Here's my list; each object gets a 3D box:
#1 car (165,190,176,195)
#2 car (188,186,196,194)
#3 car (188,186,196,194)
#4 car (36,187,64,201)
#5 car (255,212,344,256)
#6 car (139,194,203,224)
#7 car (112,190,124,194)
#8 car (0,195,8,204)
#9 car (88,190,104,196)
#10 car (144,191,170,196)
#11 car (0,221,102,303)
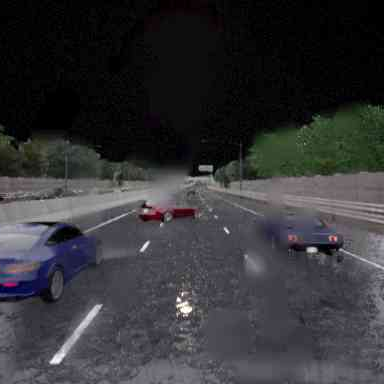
[{"bbox_3d":[-3.499,0.614,40.694,2.097,1.767,4.553,0,1,0],"label":"car"},{"bbox_3d":[0.002,-0.027,80.199,1.837,1.490,4.892,0,1,0],"label":"car"},{"bbox_3d":[0.002,-0.519,90.315,2.150,2.045,5.566,0,1,0],"label":"car"},{"bbox_3d":[-21.043,0.303,49.629,2.150,2.045,5.566,0,1,1],"label":"car"},{"bbox_3d":[3.602,1.389,12.164,1.895,1.301,4.718,0,1,0],"label":"car"},{"bbox_3d":[-1.279,1.121,21.558,2.163,1.488,4.792,1,1,39],"label":"car"},{"bbox_3d":[-14.009,0.348,63.007,1.812,1.442,4.674,0,1,0],"label":"car"},{"bbox_3d":[-14.091,0.962,21.850,2.097,1.767,4.553,0,1,0],"label":"car"},{"bbox_3d":[-17.519,0.363,60.763,2.128,1.511,4.902,0,1,1],"label":"car"},{"bbox_3d":[-3.498,0.970,29.758,2.163,1.488,4.792,0,1,0],"label":"car"},{"bbox_3d":[-3.499,1.392,7.731,1.812,1.442,4.674,0,1,0],"label":"car"}]
